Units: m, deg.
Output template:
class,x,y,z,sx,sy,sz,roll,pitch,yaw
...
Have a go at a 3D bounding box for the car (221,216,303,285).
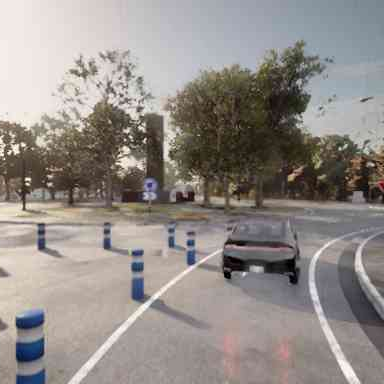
class,x,y,z,sx,sy,sz,roll,pitch,yaw
car,2.087,1.437,9.529,2.128,1.511,4.902,0,1,16
